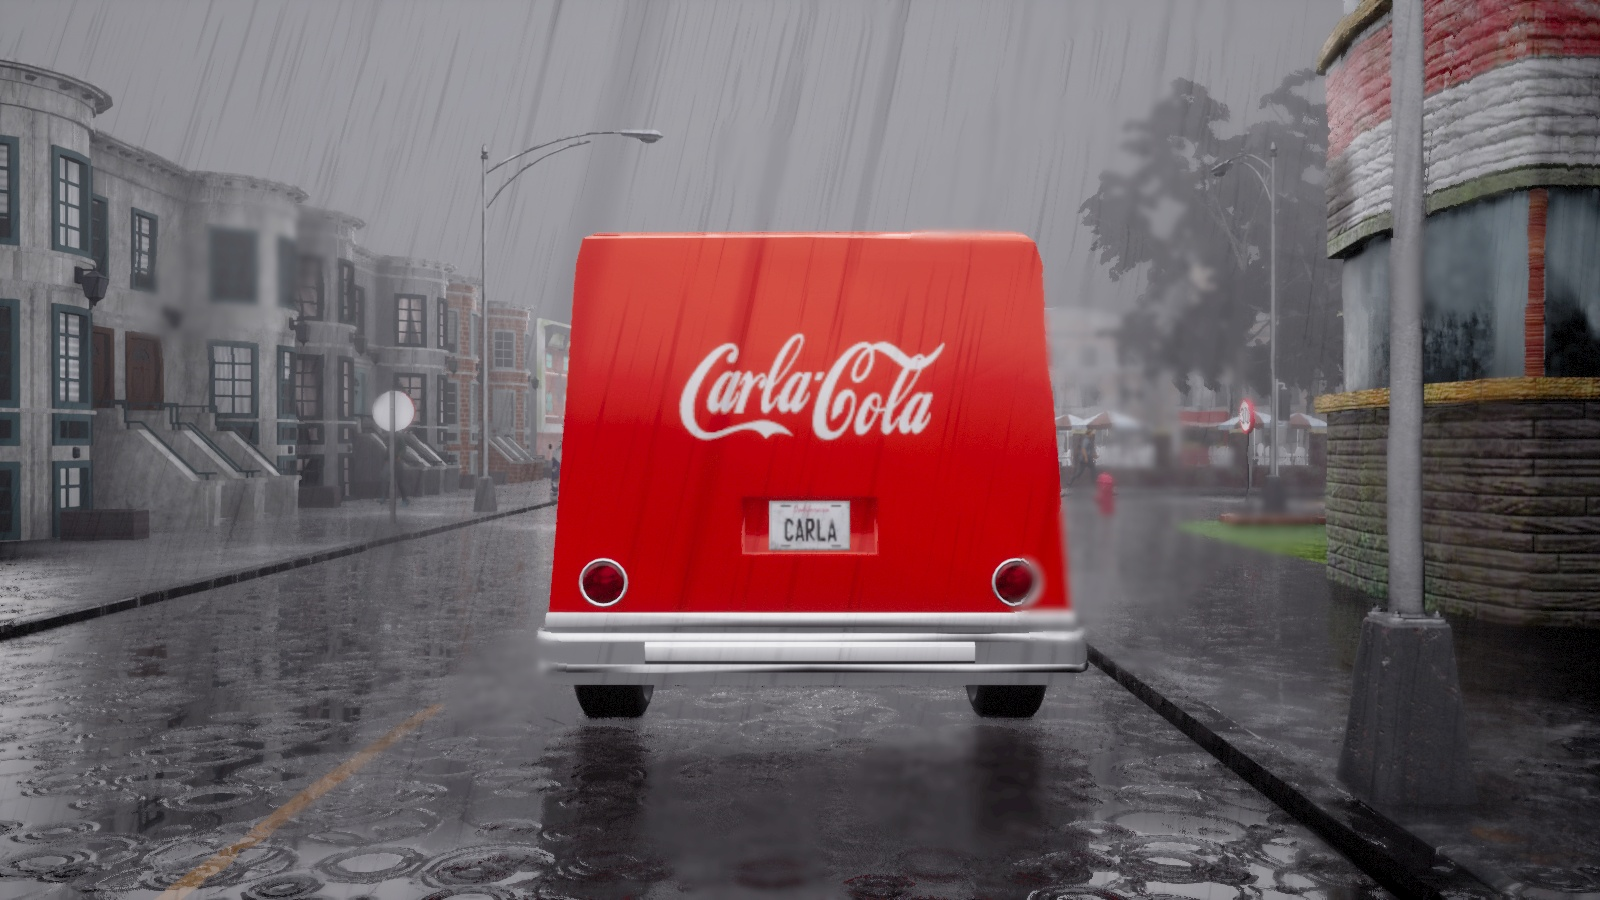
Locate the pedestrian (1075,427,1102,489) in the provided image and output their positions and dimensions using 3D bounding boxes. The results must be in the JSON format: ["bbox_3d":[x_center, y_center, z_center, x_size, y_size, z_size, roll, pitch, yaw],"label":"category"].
[{"bbox_3d":[8.672,0.250,37.714,0.694,1.848,0.540,0,0,2],"label":"pedestrian"}]

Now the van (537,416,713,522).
[{"bbox_3d":[-3.492,0.350,25.923,1.775,1.987,4.442,0,0,19],"label":"van"}]

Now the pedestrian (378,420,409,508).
[{"bbox_3d":[-8.641,0.298,26.691,0.353,1.847,0.614,0,0,14],"label":"pedestrian"}]

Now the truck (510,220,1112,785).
[{"bbox_3d":[0.060,0.214,8.087,2.627,2.467,5.204,0,0,0],"label":"truck"}]
